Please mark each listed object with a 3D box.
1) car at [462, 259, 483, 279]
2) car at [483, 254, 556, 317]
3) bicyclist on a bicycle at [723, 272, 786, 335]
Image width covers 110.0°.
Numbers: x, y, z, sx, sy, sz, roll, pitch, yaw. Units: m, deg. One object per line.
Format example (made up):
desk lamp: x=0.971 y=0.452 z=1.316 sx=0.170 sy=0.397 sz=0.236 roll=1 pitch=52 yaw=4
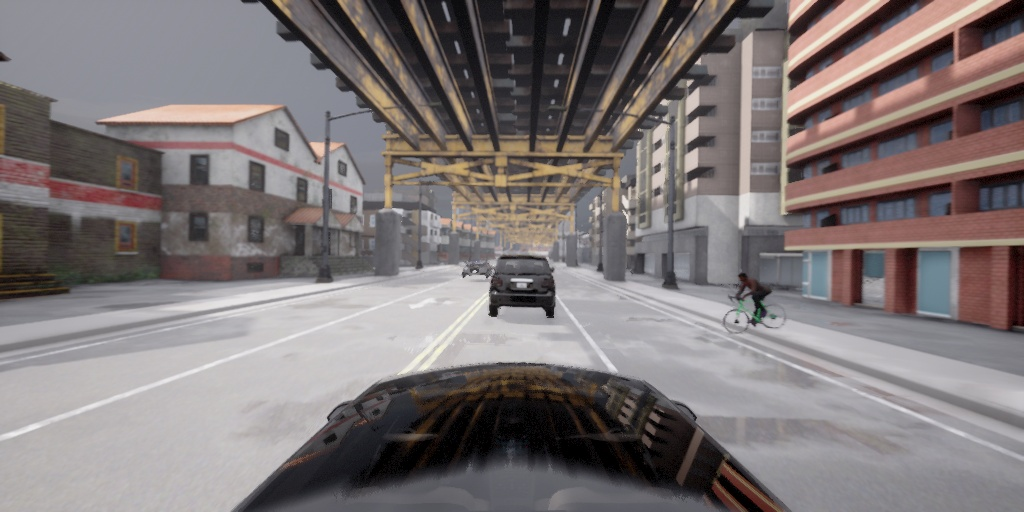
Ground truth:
car: x=-2.631 y=0.930 z=27.809 sx=1.994 sy=1.385 sz=4.181 roll=1 pitch=0 yaw=2
car: x=0.415 y=0.971 z=13.385 sx=2.150 sy=2.045 sz=5.566 roll=1 pitch=0 yaw=3
bicyclist on a bicycle: x=6.350 y=1.218 z=9.482 sx=1.656 sy=1.620 sz=0.582 roll=-8 pitch=0 yaw=2
